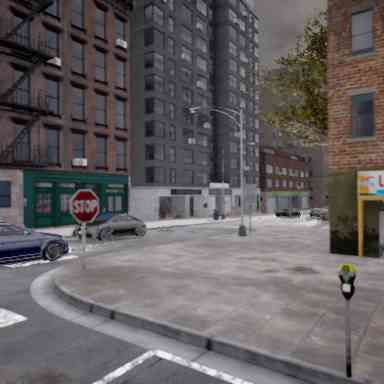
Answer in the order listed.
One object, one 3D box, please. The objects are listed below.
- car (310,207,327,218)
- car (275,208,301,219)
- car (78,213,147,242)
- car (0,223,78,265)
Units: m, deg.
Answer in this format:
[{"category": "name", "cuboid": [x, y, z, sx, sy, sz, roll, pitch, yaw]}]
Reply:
[{"category": "car", "cuboid": [17.332, 2.707, 44.570, 2.033, 1.411, 5.357, -1, -2, 35]}, {"category": "car", "cuboid": [12.150, 2.665, 42.091, 1.895, 1.301, 4.718, -1, -2, 36]}, {"category": "car", "cuboid": [-4.476, 1.899, 18.520, 1.994, 1.385, 4.181, -1, -2, 35]}, {"category": "car", "cuboid": [-6.282, 1.703, 11.001, 1.994, 1.385, 4.181, -1, -2, 35]}]
